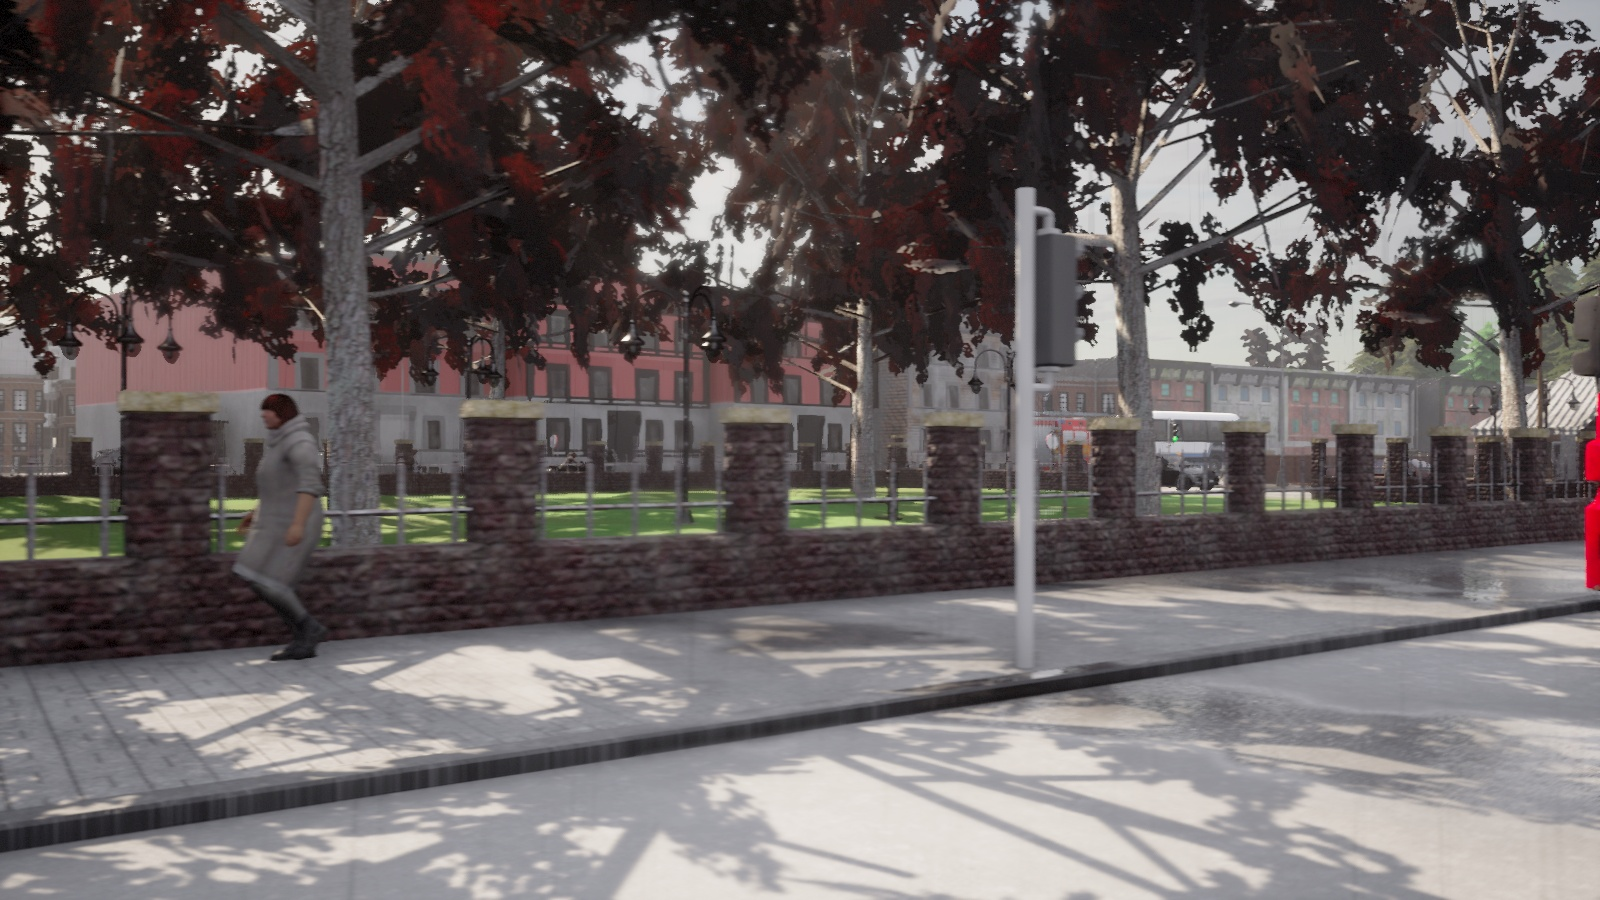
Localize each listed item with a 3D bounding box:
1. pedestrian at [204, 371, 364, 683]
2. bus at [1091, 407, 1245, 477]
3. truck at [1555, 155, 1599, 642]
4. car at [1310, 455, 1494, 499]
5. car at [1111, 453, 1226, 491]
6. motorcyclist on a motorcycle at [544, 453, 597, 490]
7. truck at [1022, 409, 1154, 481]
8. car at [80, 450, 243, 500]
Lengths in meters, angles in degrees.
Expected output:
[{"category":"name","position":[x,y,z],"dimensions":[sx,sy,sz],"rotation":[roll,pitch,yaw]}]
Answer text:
[{"category":"pedestrian","position":[-3.443,0.483,8.373],"dimensions":[0.873,1.952,0.659],"rotation":[0,0,-34]},{"category":"bus","position":[23.816,-0.454,80.932],"dimensions":[10.273,4.253,3.944],"rotation":[0,0,-35]},{"category":"truck","position":[10.321,-0.406,11.588],"dimensions":[8.468,3.827,2.891],"rotation":[0,0,-38]},{"category":"car","position":[20.480,0.873,42.949],"dimensions":[2.033,1.411,5.357],"rotation":[0,0,-37]},{"category":"car","position":[14.893,0.871,50.948],"dimensions":[1.816,1.474,4.193],"rotation":[0,0,-37]},{"category":"motorcyclist on a motorcycle","position":[-9.650,0.887,52.750],"dimensions":[2.044,1.523,0.797],"rotation":[0,0,-35]},{"category":"truck","position":[16.434,-0.255,71.233],"dimensions":[8.468,3.827,2.891],"rotation":[0,0,-41]},{"category":"car","position":[-22.311,0.833,43.930],"dimensions":[4.856,1.649,2.033],"rotation":[0,0,-35]}]
